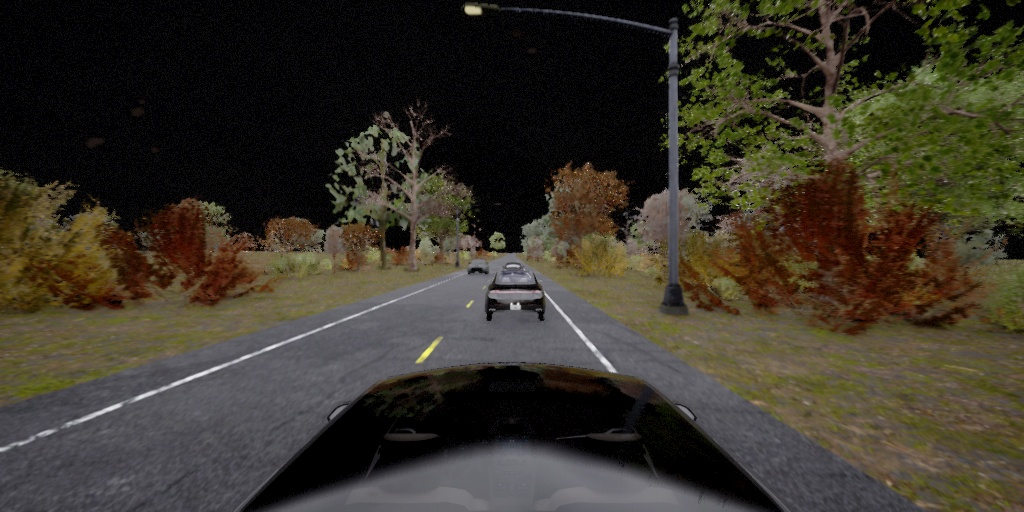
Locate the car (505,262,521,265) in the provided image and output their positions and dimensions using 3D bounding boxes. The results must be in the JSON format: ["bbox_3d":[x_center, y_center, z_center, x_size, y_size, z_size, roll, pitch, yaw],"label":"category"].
[{"bbox_3d":[0.109,1.258,30.550,1.812,1.442,4.674,0,0,0],"label":"car"}]

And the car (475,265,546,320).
[{"bbox_3d":[0.103,1.239,12.571,2.128,1.511,4.902,0,0,0],"label":"car"}]

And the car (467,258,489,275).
[{"bbox_3d":[-3.533,1.075,38.490,2.097,1.767,4.553,0,0,1],"label":"car"}]
